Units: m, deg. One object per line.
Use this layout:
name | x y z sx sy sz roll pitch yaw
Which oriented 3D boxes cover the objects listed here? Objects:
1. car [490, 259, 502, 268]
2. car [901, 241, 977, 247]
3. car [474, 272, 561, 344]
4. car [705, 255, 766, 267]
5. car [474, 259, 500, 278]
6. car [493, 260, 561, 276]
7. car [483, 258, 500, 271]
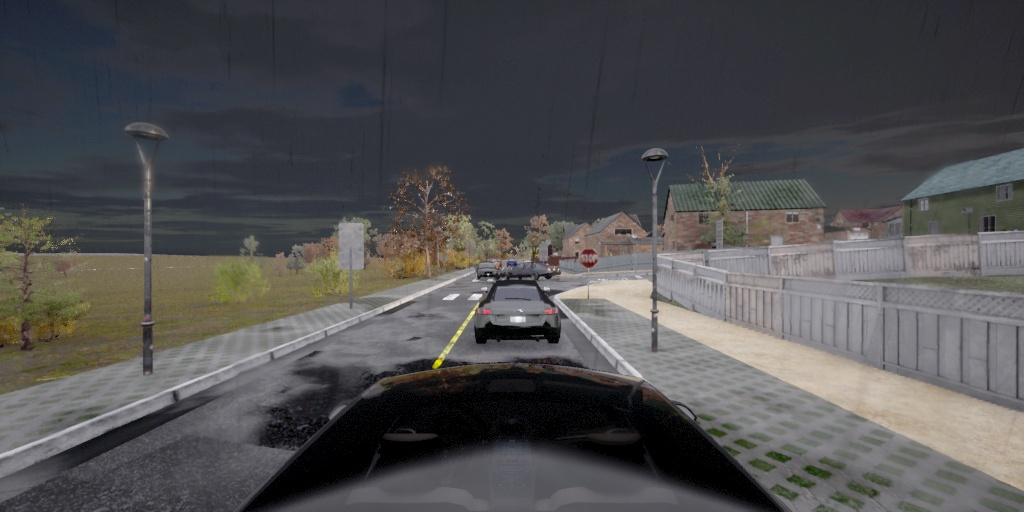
car | -2.830 1.258 63.405 1.882 1.535 5.008 0 0 0
car | 23.885 -0.208 20.579 4.902 1.511 2.128 -3 0 14
car | 0.101 1.313 9.606 1.994 1.385 4.181 0 0 -1
car | 14.384 0.413 22.999 4.181 1.385 1.994 -3 0 16
car | -2.256 1.258 31.532 1.837 1.490 4.892 0 0 -8
car | 1.332 1.198 28.621 5.357 1.411 2.033 -4 -3 43
car | -2.855 1.121 51.350 2.097 1.767 4.553 0 0 1
